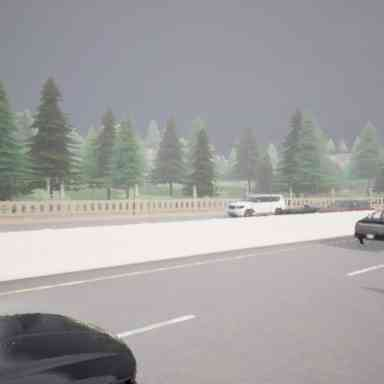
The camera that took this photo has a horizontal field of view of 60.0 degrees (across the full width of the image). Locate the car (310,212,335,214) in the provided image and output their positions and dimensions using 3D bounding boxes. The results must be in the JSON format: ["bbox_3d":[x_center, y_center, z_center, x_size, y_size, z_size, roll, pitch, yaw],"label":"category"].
[{"bbox_3d":[10.909,1.363,23.680,4.553,1.767,2.097,0,0,-29],"label":"car"}]

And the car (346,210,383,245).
[{"bbox_3d":[8.908,1.499,14.158,4.902,1.511,2.128,0,0,-33],"label":"car"}]

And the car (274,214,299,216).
[{"bbox_3d":[9.065,1.612,26.718,4.718,1.301,1.895,0,0,-29],"label":"car"}]

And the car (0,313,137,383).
[{"bbox_3d":[-2.703,1.477,1.817,5.008,1.535,1.882,0,0,-35],"label":"car"}]

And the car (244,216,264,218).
[{"bbox_3d":[5.641,1.234,28.763,5.566,2.045,2.150,0,0,-30],"label":"car"}]
